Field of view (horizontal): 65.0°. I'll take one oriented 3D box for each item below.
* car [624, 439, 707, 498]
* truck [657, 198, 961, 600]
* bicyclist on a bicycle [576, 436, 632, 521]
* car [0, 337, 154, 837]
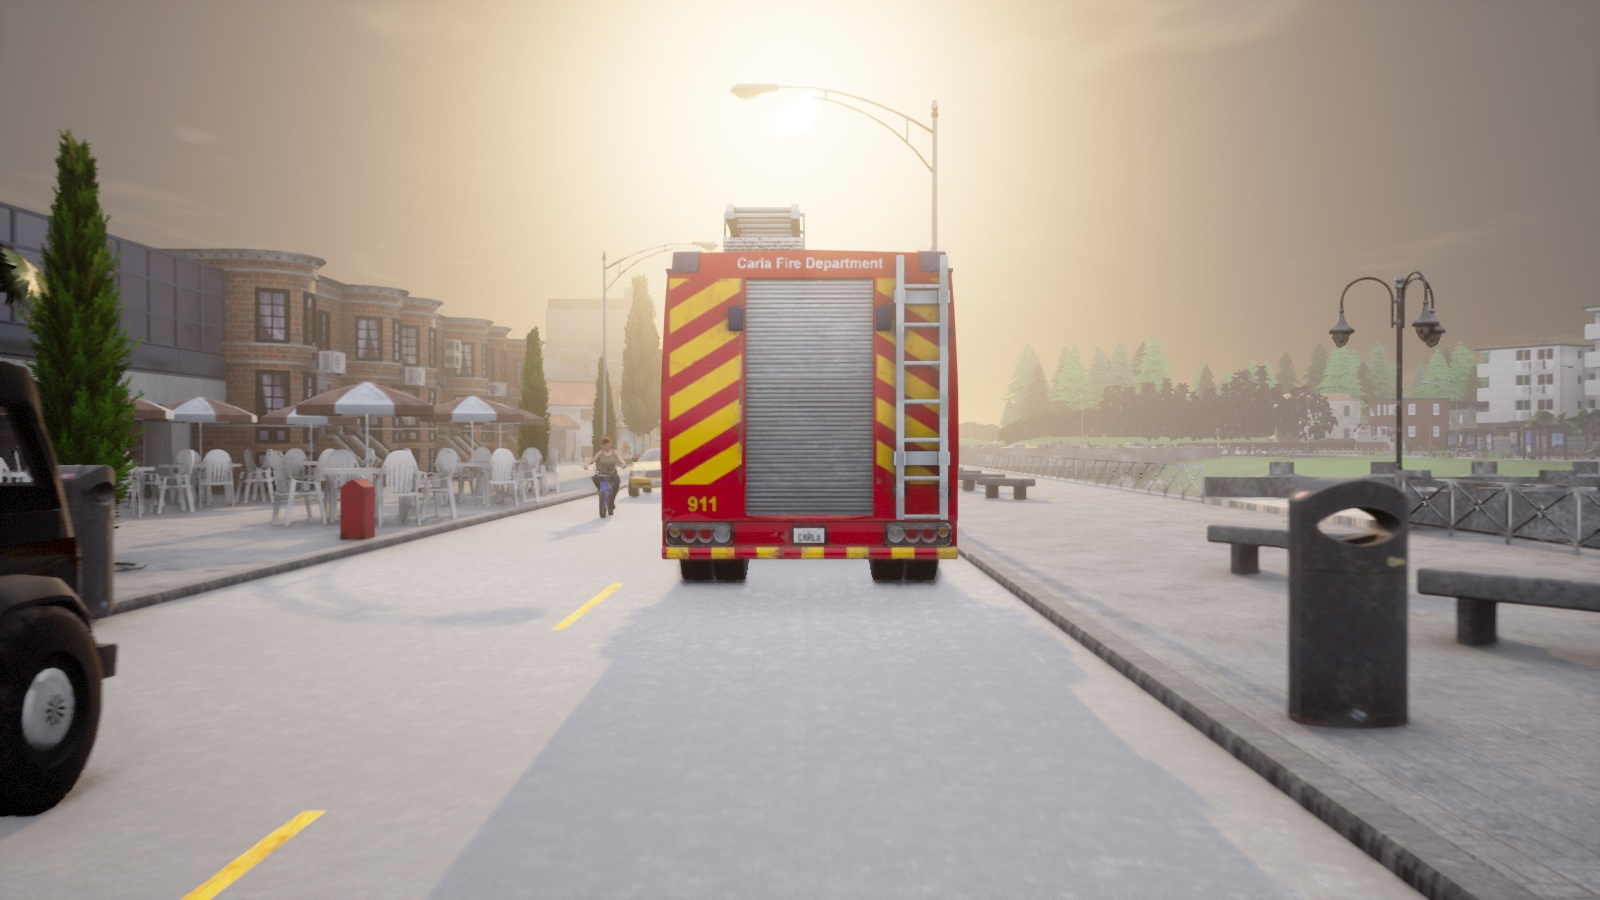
[{"bbox_3d":[-3.783,0.479,36.147,1.801,1.575,5.366,0,0,0],"label":"car"},{"bbox_3d":[0.106,-0.509,16.215,2.891,3.827,8.468,0,0,0],"label":"truck"},{"bbox_3d":[-3.847,0.540,24.799,0.866,1.612,1.509,0,0,0],"label":"bicyclist on a bicycle"},{"bbox_3d":[-3.962,0.517,3.898,1.905,1.878,3.866,0,0,0],"label":"car"}]
